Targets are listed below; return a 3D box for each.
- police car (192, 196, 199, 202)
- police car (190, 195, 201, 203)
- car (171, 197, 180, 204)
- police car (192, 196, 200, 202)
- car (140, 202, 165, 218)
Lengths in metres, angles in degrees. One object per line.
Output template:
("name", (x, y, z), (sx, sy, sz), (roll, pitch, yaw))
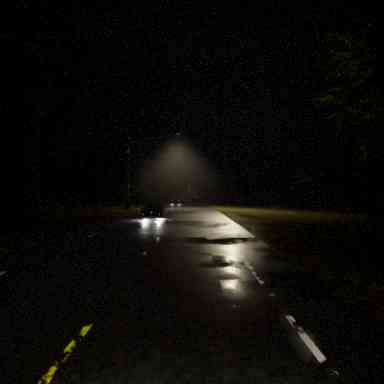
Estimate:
("police car", (1.027, 1.843, 94.912), (1.930, 1.638, 5.238), (0, 0, 0))
("police car", (1.031, 1.761, 78.914), (1.930, 1.638, 5.238), (0, 0, 0))
("car", (-3.517, 1.785, 72.561), (1.837, 1.490, 4.892), (0, 0, 0))
("police car", (1.029, 1.815, 88.914), (1.930, 1.638, 5.238), (0, 0, 0))
("car", (-3.605, 1.645, 31.311), (1.994, 1.385, 4.181), (0, 0, 0))
